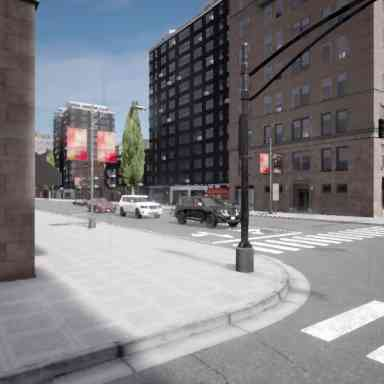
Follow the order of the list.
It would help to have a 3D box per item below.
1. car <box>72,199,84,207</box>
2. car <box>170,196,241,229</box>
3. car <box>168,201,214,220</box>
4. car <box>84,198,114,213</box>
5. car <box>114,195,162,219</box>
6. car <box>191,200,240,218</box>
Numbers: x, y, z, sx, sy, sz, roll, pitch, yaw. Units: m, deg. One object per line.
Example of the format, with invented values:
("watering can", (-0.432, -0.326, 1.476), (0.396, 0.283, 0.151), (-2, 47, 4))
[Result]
("car", (-18.685, 1.816, 55.950), (1.895, 1.301, 4.718), (0, 0, -36))
("car", (0.936, 1.286, 22.901), (2.150, 2.045, 5.566), (0, 0, -36))
("car", (-0.193, 1.623, 30.356), (1.812, 1.442, 4.674), (0, 0, -36))
("car", (-10.595, 1.492, 38.885), (2.097, 1.767, 4.553), (0, 0, -36))
("car", (-4.935, 1.325, 31.034), (2.150, 2.045, 5.566), (0, 0, -36))
("car", (2.243, 1.598, 32.535), (2.128, 1.511, 4.902), (0, 0, -36))
